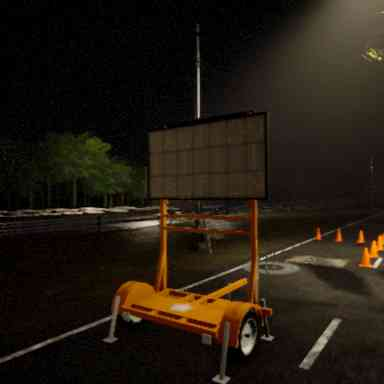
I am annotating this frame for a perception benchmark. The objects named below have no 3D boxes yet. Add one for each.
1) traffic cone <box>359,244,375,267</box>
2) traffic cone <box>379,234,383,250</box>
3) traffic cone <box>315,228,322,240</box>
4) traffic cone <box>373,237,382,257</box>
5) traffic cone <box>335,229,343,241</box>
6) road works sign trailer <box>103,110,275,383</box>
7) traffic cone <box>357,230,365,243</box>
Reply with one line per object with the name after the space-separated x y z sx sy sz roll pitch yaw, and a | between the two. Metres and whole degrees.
5.559 2.063 10.627 0.340 0.580 0.340 -1 -1 35 | traffic cone
7.860 2.099 13.900 0.340 0.580 0.340 -1 -1 35 | traffic cone
6.556 2.160 17.261 0.340 0.580 0.340 -1 -1 35 | traffic cone
6.710 2.079 12.264 0.340 0.580 0.340 -1 -1 35 | traffic cone
7.374 2.146 16.686 0.340 0.580 0.340 -1 -1 35 | traffic cone
0.304 0.537 5.773 2.380 3.560 2.880 -1 -1 35 | road works sign trailer
8.192 2.133 16.111 0.340 0.580 0.340 -1 -1 35 | traffic cone
